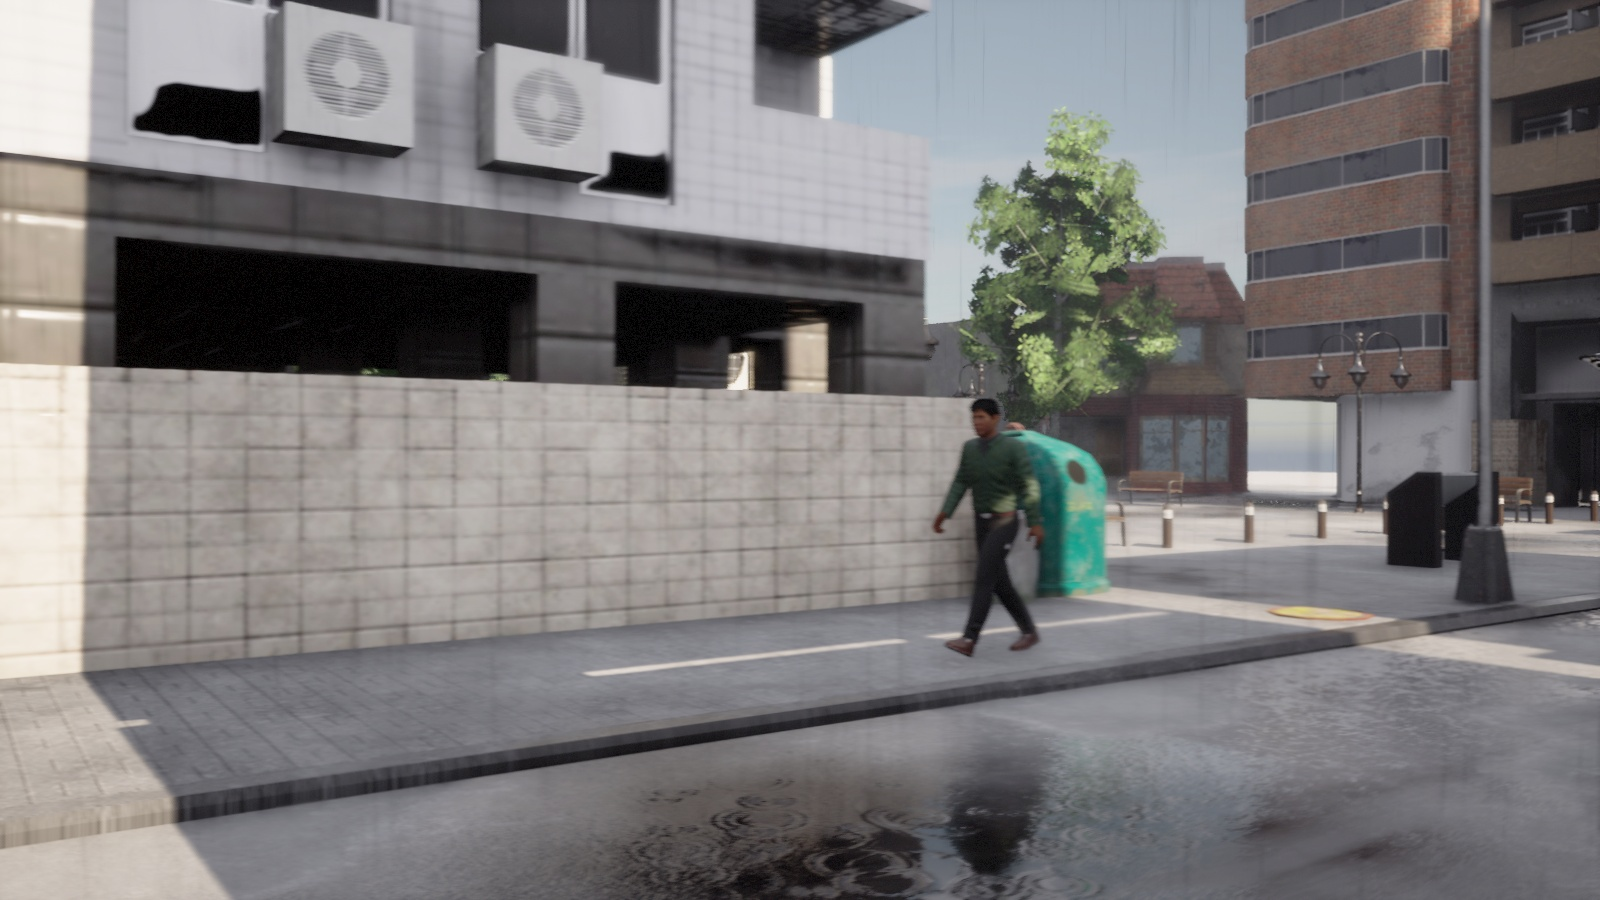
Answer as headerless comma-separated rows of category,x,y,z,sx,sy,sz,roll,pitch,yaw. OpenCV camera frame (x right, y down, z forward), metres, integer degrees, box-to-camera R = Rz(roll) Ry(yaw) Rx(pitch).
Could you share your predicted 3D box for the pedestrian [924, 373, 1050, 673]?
pedestrian,1.281,0.475,8.559,0.788,1.949,0.423,0,0,-39
